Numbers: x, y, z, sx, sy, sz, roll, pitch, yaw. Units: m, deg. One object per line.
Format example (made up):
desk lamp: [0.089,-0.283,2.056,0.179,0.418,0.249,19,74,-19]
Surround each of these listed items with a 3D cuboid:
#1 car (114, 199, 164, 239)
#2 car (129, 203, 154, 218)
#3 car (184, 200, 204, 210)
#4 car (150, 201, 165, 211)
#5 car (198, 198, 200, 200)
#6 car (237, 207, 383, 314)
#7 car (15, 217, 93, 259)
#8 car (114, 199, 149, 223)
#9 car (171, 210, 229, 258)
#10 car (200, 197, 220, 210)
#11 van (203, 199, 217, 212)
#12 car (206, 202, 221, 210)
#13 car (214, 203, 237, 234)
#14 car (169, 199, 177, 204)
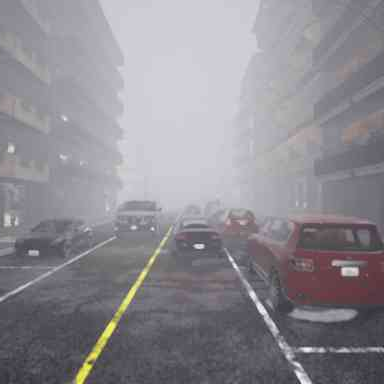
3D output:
car: [-2.857,1.413,19.094,2.150,2.045,5.566,0,-1,0]
car: [-5.312,1.918,35.467,1.887,1.381,4.507,1,-1,0]
car: [0.085,1.930,37.985,1.812,1.442,4.674,0,-1,0]
car: [-5.320,2.157,52.059,1.802,1.307,4.206,1,-1,0]
car: [0.080,2.173,54.728,1.994,1.385,4.181,0,-1,0]
car: [2.551,1.391,7.762,2.192,1.841,5.009,1,-1,0]
car: [-5.303,1.698,13.347,1.947,1.339,4.313,1,-1,0]
car: [-5.304,1.625,29.939,2.192,1.841,5.009,1,-1,0]
car: [0.153,1.657,13.296,1.812,1.442,4.674,0,-1,-2]
car: [2.537,1.754,40.949,2.192,1.841,5.009,1,-1,0]
van: [2.534,1.847,46.480,1.690,1.788,3.998,1,-1,0]
car: [2.536,1.892,29.884,1.802,1.307,4.206,1,-1,0]
car: [2.543,1.630,18.823,1.967,1.590,4.097,1,-1,0]
car: [-5.333,2.620,90.137,1.947,1.339,4.313,1,-1,0]
